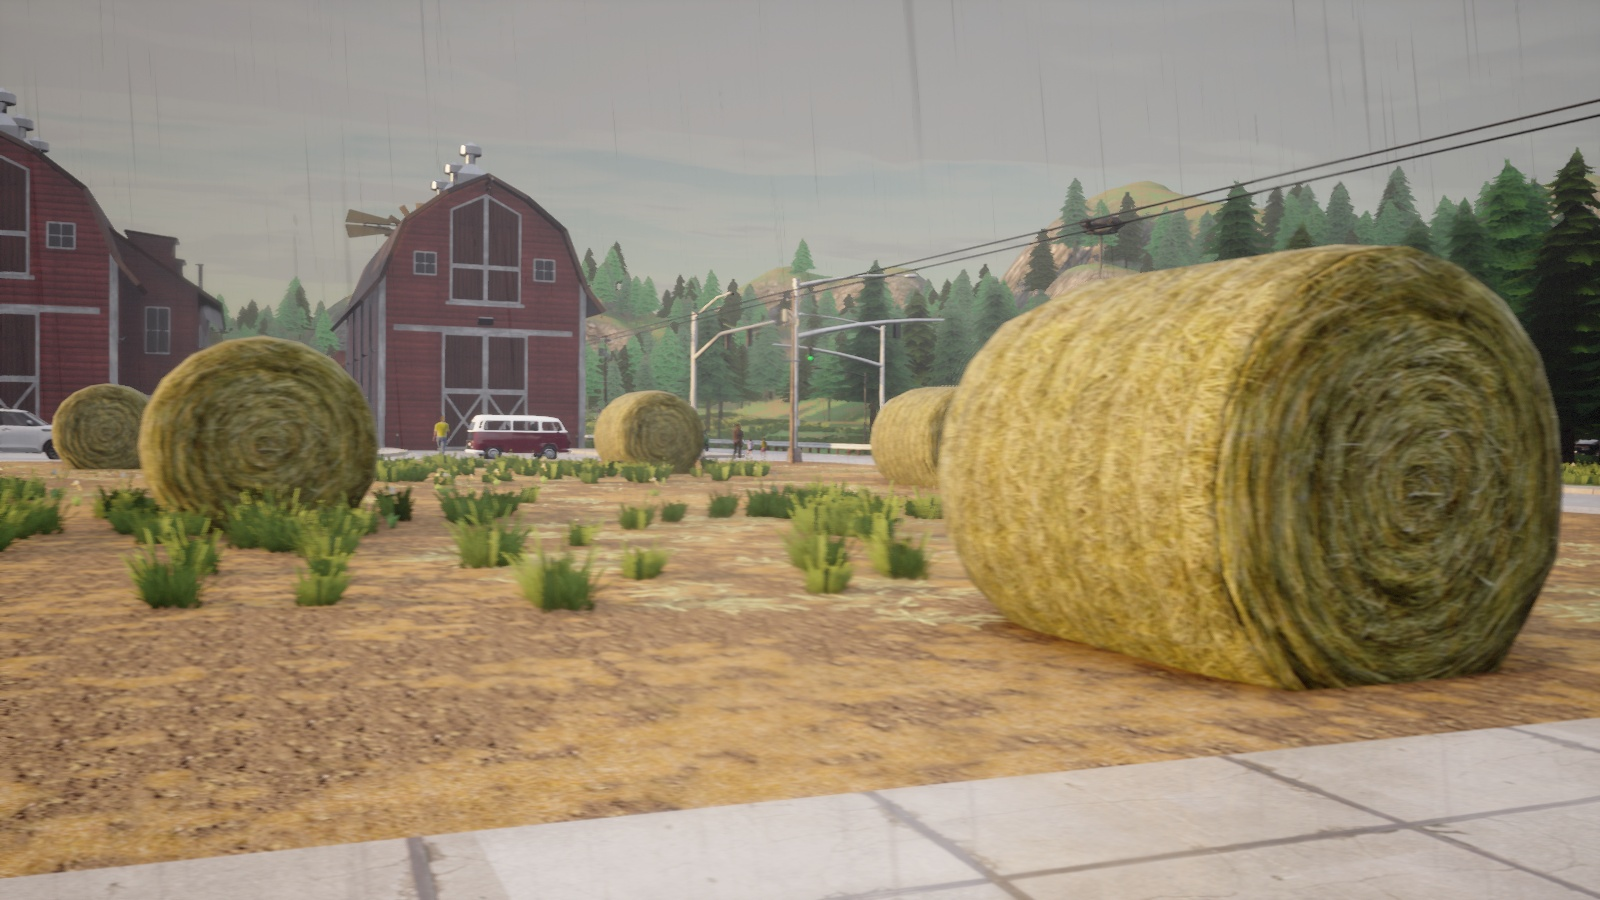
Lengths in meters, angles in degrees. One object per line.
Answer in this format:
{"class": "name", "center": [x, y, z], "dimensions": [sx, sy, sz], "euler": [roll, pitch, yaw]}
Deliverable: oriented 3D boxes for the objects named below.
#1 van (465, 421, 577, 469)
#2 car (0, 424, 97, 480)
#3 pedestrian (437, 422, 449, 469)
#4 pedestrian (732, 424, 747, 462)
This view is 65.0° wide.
{"class": "van", "center": [-12.393, -0.247, 55.708], "dimensions": [4.480, 2.038, 2.069], "euler": [-1, 1, -25]}
{"class": "car", "center": [-29.978, 0.072, 47.647], "dimensions": [5.566, 2.045, 2.150], "euler": [-1, 1, -25]}
{"class": "pedestrian", "center": [-14.113, -0.187, 49.662], "dimensions": [0.354, 1.836, 0.706], "euler": [-1, 1, -11]}
{"class": "pedestrian", "center": [-2.858, -0.329, 59.468], "dimensions": [0.328, 1.805, 0.869], "euler": [-1, 1, -28]}
